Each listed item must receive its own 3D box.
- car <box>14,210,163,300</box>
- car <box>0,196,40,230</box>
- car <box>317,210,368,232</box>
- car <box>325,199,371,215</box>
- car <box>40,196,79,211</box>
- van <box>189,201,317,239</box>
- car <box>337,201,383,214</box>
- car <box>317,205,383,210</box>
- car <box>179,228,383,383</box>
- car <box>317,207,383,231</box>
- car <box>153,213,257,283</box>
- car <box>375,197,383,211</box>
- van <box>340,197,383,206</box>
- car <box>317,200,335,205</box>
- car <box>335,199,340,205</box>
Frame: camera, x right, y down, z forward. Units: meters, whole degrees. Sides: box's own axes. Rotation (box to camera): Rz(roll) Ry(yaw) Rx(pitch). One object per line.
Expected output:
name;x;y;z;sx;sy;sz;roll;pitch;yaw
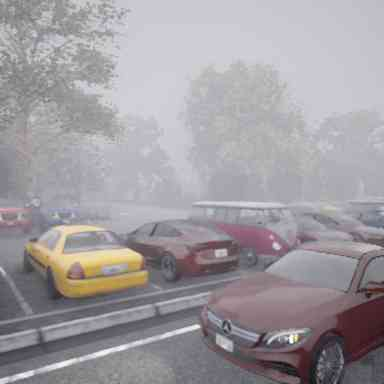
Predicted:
car;-3.009;1.488;8.558;1.946;1.575;5.366;1;0;-36
car;-10.682;1.239;18.887;2.435;2.045;5.566;1;0;-36
car;3.951;1.602;13.281;2.163;1.488;4.792;1;0;-36
car;18.718;1.717;40.024;2.185;1.767;4.553;1;0;-36
car;-8.519;1.264;20.438;2.435;2.045;5.566;1;0;-36
van;1.726;1.320;11.579;1.878;1.987;4.442;1;0;-36
car;21.009;1.900;41.592;2.163;1.488;4.792;1;0;-36
car;8.495;1.627;16.566;2.097;1.535;5.008;1;0;-36
car;2.287;1.569;5.335;4.674;1.442;1.812;1;0;-35
car;6.230;1.630;14.913;2.163;1.488;4.792;1;0;-36
car;-0.640;1.548;10.063;2.163;1.488;4.792;1;0;-36
car;30.002;1.727;48.106;2.435;2.045;5.566;1;0;-36
van;10.840;1.429;18.109;1.878;1.987;4.442;1;0;-36
car;11.963;1.763;35.153;2.231;1.521;4.892;1;0;-36
car;14.331;1.786;36.615;1.946;1.575;5.366;1;0;-36
